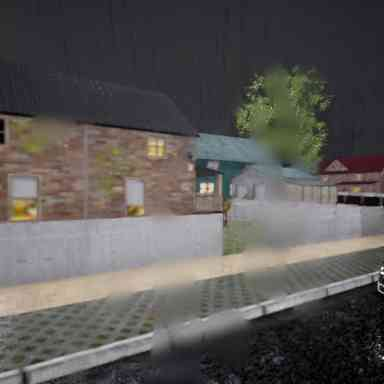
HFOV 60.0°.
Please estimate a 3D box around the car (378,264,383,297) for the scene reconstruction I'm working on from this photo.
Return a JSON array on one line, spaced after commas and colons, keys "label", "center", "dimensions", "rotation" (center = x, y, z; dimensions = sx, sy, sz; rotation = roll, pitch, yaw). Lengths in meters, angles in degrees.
[{"label": "car", "center": [5.982, 1.553, 7.313], "dimensions": [4.892, 1.490, 1.837], "rotation": [0, 0, -35]}]
